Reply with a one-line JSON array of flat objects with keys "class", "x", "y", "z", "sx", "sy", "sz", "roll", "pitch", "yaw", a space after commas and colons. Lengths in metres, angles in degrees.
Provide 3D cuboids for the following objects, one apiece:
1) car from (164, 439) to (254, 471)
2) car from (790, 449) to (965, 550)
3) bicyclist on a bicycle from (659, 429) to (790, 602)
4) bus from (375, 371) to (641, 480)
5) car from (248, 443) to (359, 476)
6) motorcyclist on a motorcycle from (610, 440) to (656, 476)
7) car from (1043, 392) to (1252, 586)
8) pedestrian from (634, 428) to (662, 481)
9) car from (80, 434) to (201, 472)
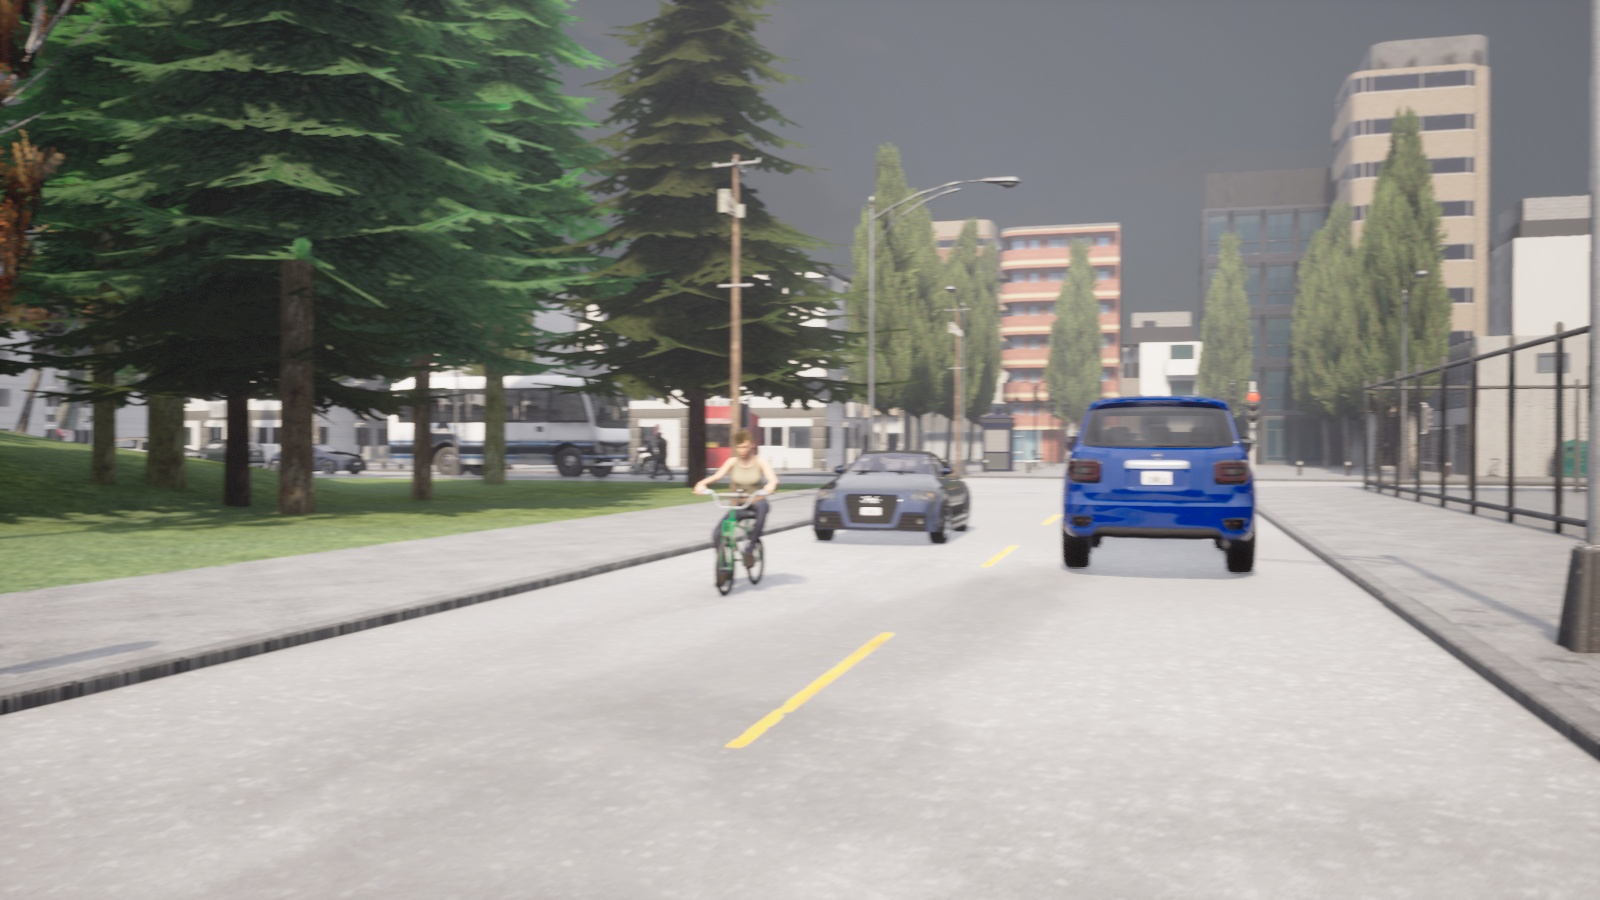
[{"class": "car", "x": -28.875, "y": 0.235, "z": 61.352, "sx": 3.705, "sy": 1.549, "sz": 1.789, "roll": 0, "pitch": 0, "yaw": 16}, {"class": "car", "x": 1.356, "y": 0.698, "z": 20.014, "sx": 1.994, "sy": 1.385, "sz": 4.181, "roll": 0, "pitch": 0, "yaw": 15}, {"class": "bicyclist on a bicycle", "x": -0.721, "y": 0.605, "z": 12.532, "sx": 0.866, "sy": 1.612, "sz": 1.509, "roll": 0, "pitch": 0, "yaw": 15}, {"class": "bus", "x": -12.203, "y": -0.995, "z": 52.623, "sx": 10.273, "sy": 4.253, "sz": 3.944, "roll": 0, "pitch": 0, "yaw": 17}, {"class": "car", "x": -21.816, "y": 0.388, "z": 55.233, "sx": 4.181, "sy": 1.385, "sz": 1.994, "roll": 0, "pitch": 0, "yaw": 15}, {"class": "motorcyclist on a motorcycle", "x": -7.362, "y": 0.340, "z": 55.386, "sx": 1.817, "sy": 1.590, "sz": 0.866, "roll": 0, "pitch": 0, "yaw": 15}, {"class": "car", "x": 4.461, "y": 0.389, "z": 16.205, "sx": 2.150, "sy": 2.045, "sz": 5.566, "roll": 0, "pitch": 0, "yaw": 16}, {"class": "pedestrian", "x": -5.453, "y": 0.165, "z": 45.121, "sx": 0.849, "sy": 1.883, "sz": 0.563, "roll": 0, "pitch": 0, "yaw": 20}, {"class": "car", "x": -30.209, "y": 0.118, "z": 57.571, "sx": 4.611, "sy": 1.667, "sz": 2.242, "roll": 0, "pitch": 0, "yaw": 15}]
